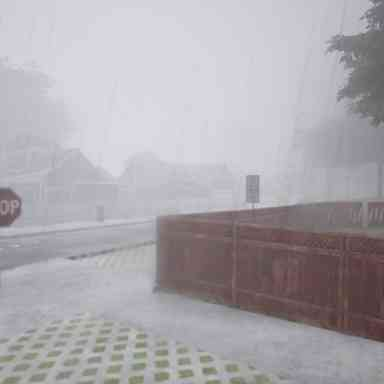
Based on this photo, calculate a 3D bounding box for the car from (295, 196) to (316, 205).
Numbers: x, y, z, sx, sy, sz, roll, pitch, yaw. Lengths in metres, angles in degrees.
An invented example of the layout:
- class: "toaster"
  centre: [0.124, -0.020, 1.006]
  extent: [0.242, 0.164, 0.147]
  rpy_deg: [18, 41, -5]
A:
- class: "car"
  centre: [15.658, 1.352, 45.688]
  extent: [1.837, 1.490, 4.892]
  rpy_deg: [0, 0, 36]
